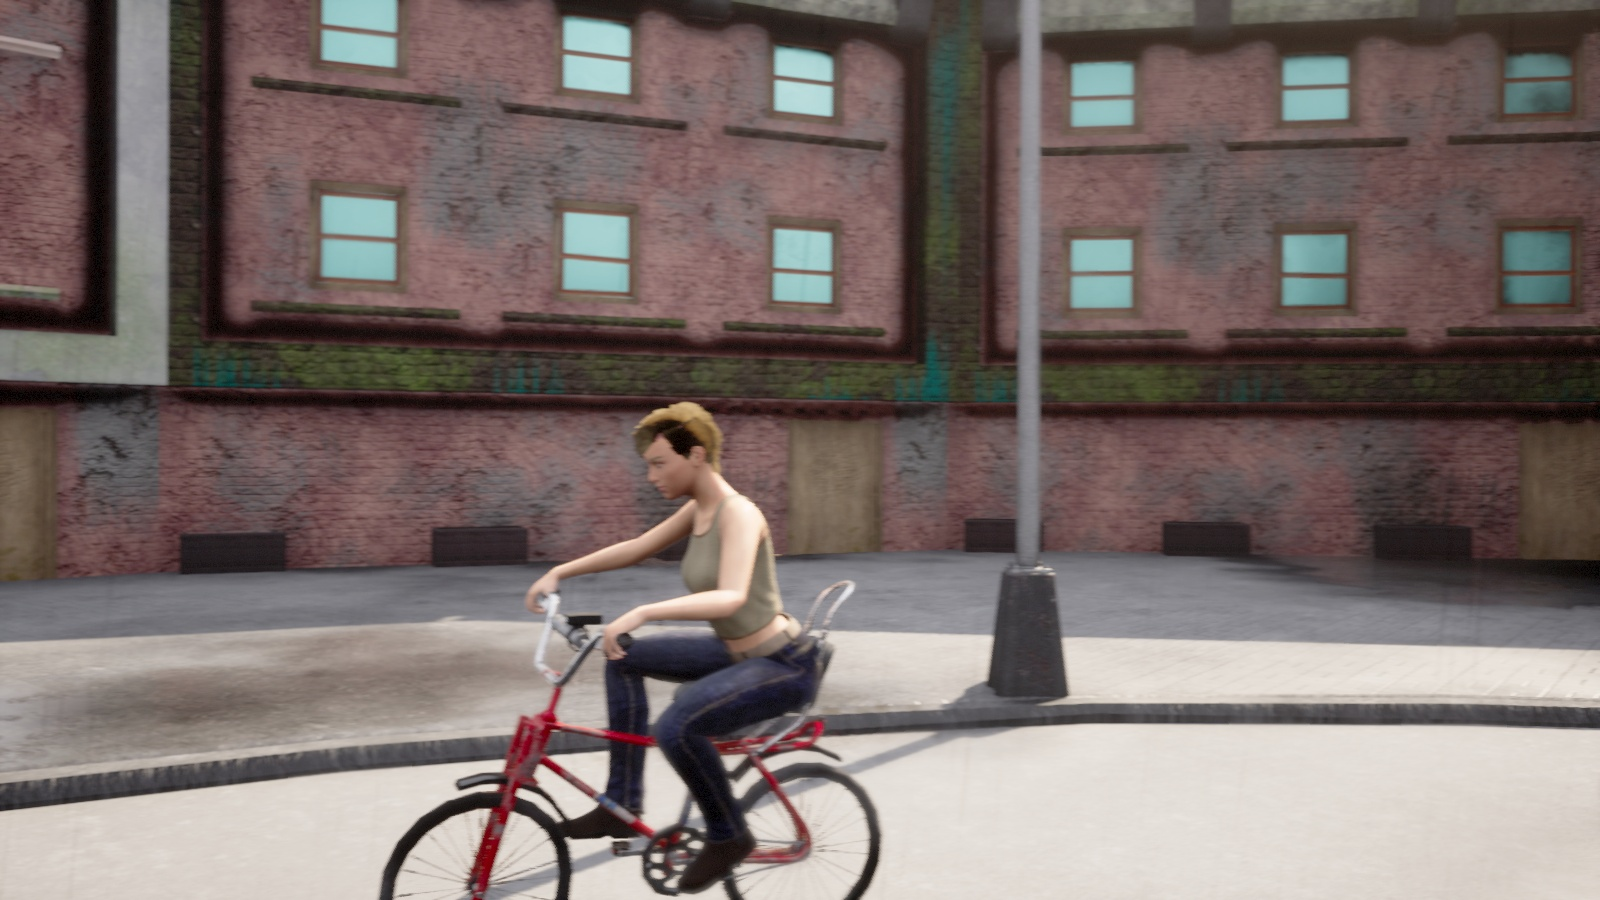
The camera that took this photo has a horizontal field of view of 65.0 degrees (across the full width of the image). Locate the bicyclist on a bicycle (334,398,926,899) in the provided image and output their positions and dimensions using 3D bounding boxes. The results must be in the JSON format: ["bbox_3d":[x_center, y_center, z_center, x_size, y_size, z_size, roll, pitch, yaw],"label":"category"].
[{"bbox_3d":[-0.524,0.670,3.604,1.509,1.612,0.866,0,2,-21],"label":"bicyclist on a bicycle"}]
